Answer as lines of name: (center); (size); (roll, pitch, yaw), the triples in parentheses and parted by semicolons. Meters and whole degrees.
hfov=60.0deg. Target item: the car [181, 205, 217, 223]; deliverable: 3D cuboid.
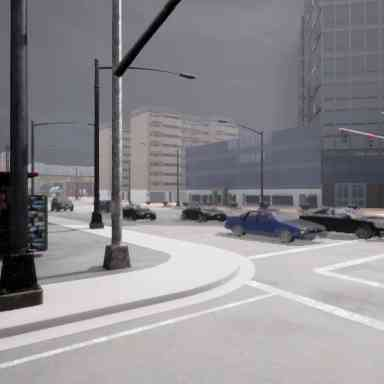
car: (0.858, 1.728, 26.853); (1.994, 1.385, 4.181); (0, -1, -36)

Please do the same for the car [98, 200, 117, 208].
car: (-15.863, 2.281, 62.138); (1.994, 1.385, 4.181); (0, -1, -36)

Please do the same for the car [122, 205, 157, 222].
car: (-4.726, 1.788, 28.592); (1.994, 1.385, 4.181); (0, -1, -36)

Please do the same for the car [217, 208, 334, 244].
car: (3.919, 1.609, 16.673); (2.033, 1.411, 5.357); (0, 0, -36)

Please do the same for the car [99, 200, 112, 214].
car: (-10.522, 1.791, 42.564); (2.097, 1.767, 4.553); (0, -1, -36)

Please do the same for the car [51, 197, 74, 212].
car: (-18.844, 1.799, 48.190); (2.150, 2.045, 5.566); (0, -1, -36)

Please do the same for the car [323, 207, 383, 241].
car: (7.866, 1.543, 17.365); (2.128, 1.511, 4.902); (0, 0, -38)
